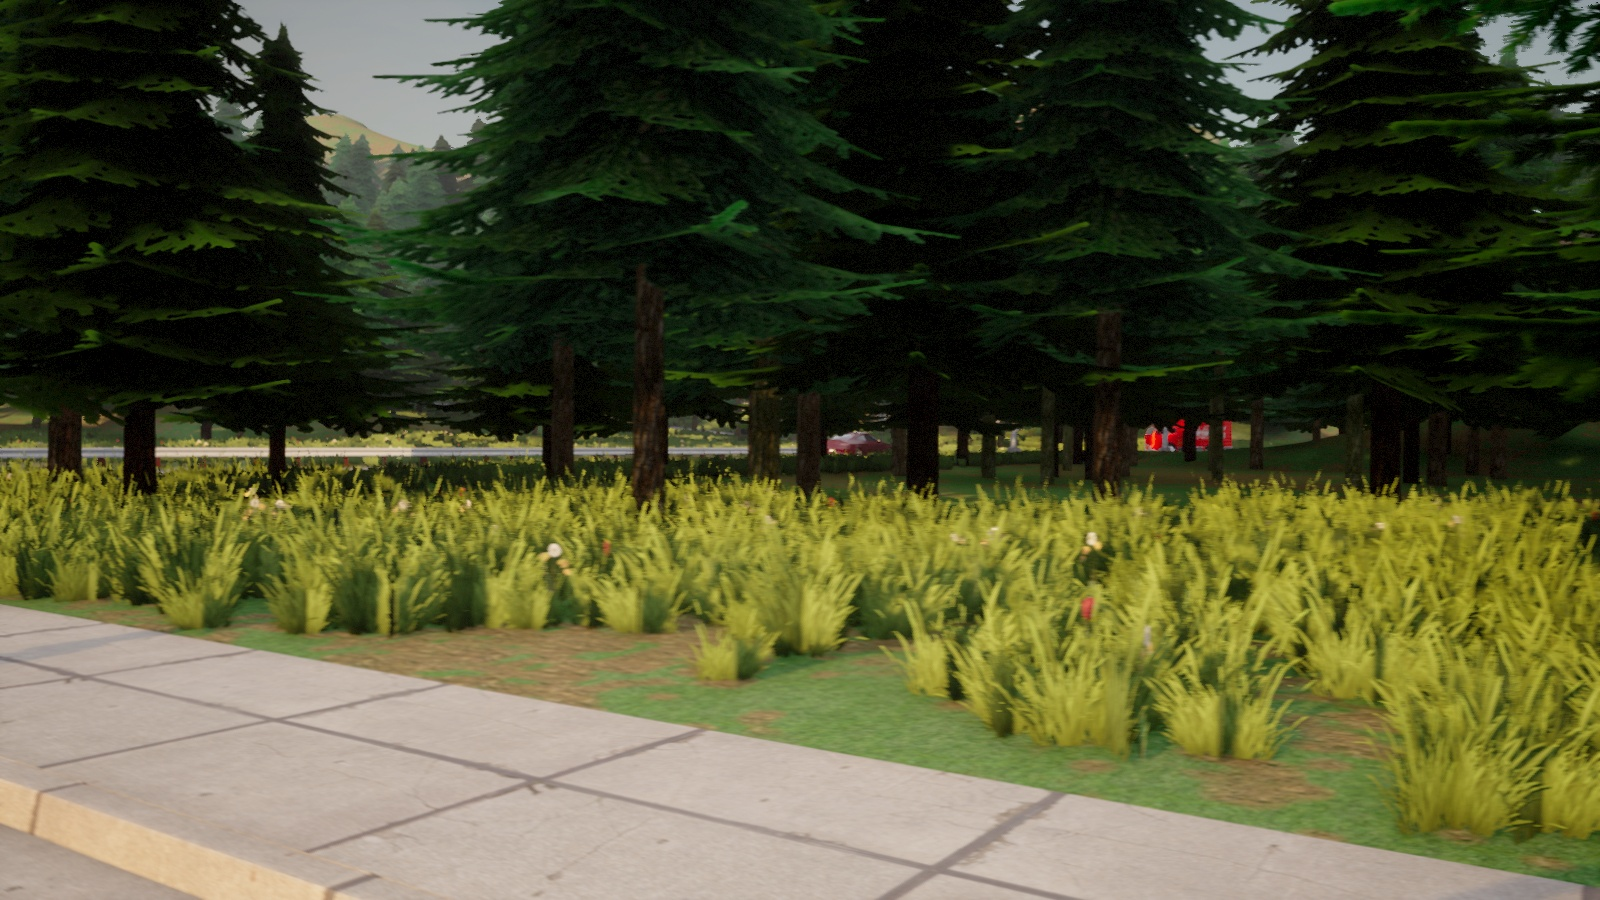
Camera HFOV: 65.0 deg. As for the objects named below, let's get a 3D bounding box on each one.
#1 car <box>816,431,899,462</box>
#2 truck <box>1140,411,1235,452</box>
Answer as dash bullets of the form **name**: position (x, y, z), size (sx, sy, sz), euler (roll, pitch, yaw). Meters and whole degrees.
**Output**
- **car**: position (2.844, -0.210, 61.146), size (1.812, 1.442, 4.674), euler (0, 1, 35)
- **truck**: position (24.977, -1.188, 81.091), size (5.204, 2.467, 2.627), euler (-1, 1, -2)
